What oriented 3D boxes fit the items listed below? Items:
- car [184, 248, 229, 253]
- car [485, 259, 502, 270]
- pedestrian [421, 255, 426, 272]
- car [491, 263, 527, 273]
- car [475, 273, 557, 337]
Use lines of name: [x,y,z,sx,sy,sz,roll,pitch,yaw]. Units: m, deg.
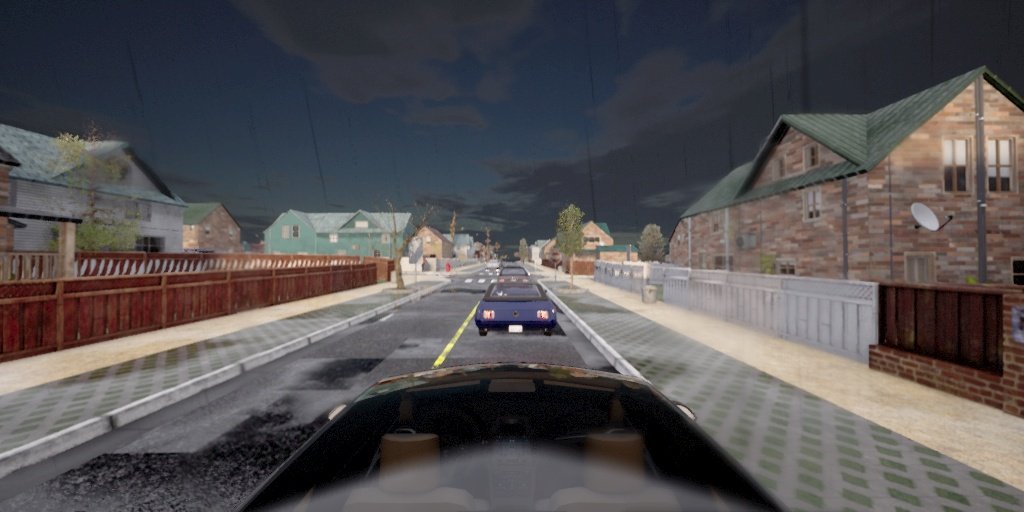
car: [-27.228,0.381,32.979,5.566,2.045,2.150,1,-1,0]
car: [-2.821,1.328,53.899,1.812,1.442,4.674,0,0,0]
pedestrian: [-9.620,0.790,38.828,0.375,1.860,0.375,0,-2,0]
car: [0.086,1.298,20.490,2.033,1.411,5.357,0,0,0]
car: [0.093,1.349,10.277,1.895,1.301,4.718,0,0,0]
